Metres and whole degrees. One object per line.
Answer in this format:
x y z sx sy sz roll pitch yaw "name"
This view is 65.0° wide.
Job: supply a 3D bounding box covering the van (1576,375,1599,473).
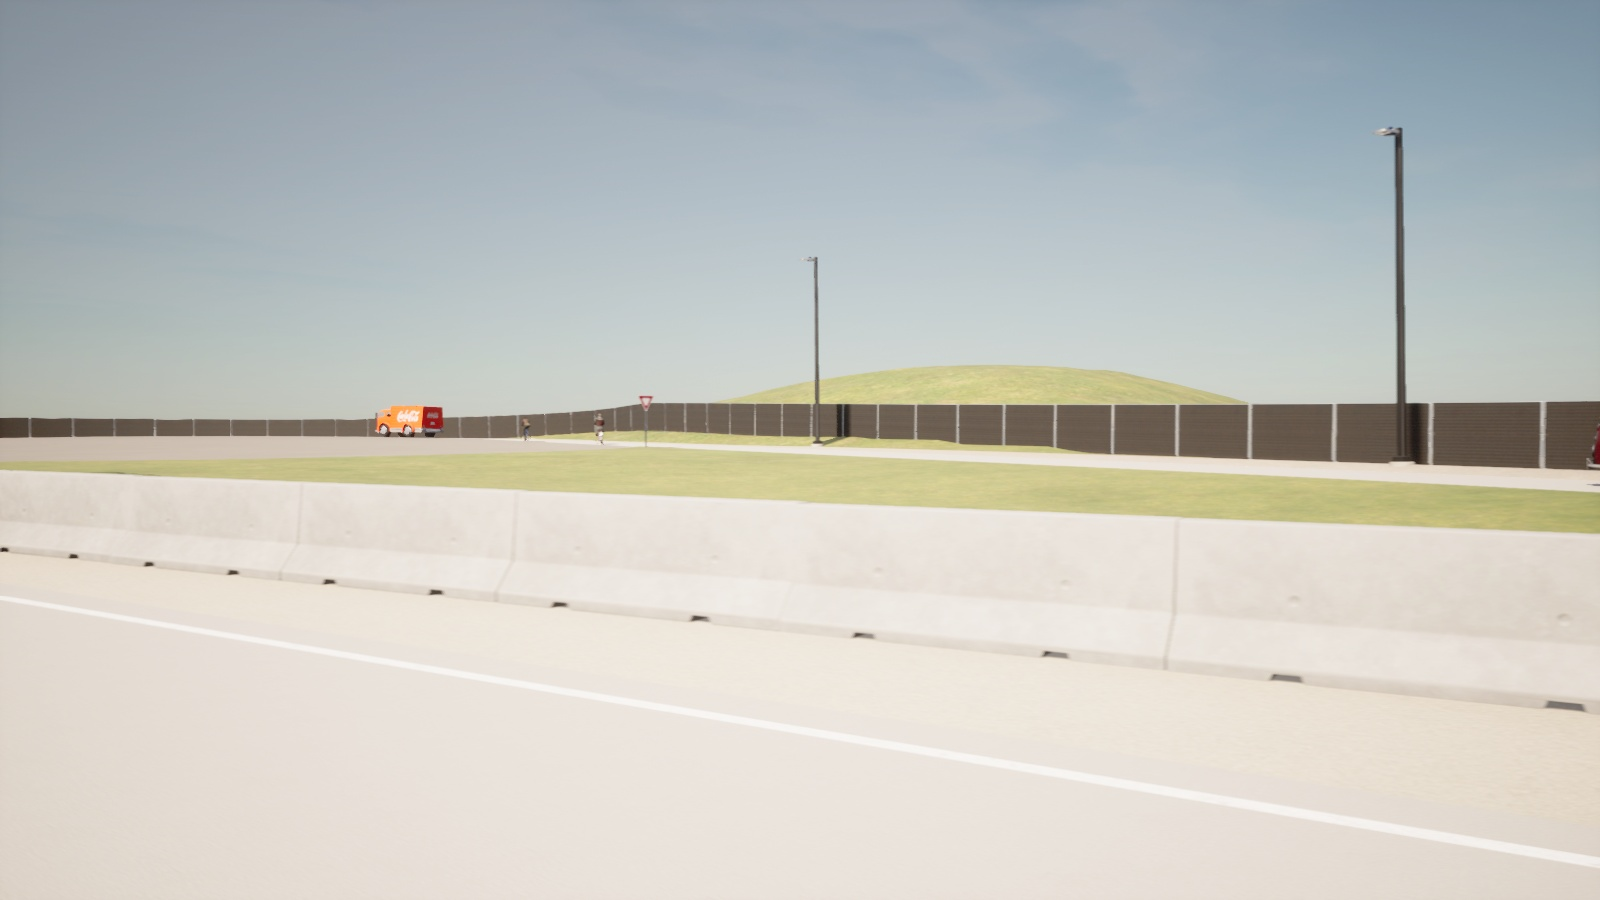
17.825 -0.514 24.309 1.775 1.987 4.442 -2 2 -29 "van"
